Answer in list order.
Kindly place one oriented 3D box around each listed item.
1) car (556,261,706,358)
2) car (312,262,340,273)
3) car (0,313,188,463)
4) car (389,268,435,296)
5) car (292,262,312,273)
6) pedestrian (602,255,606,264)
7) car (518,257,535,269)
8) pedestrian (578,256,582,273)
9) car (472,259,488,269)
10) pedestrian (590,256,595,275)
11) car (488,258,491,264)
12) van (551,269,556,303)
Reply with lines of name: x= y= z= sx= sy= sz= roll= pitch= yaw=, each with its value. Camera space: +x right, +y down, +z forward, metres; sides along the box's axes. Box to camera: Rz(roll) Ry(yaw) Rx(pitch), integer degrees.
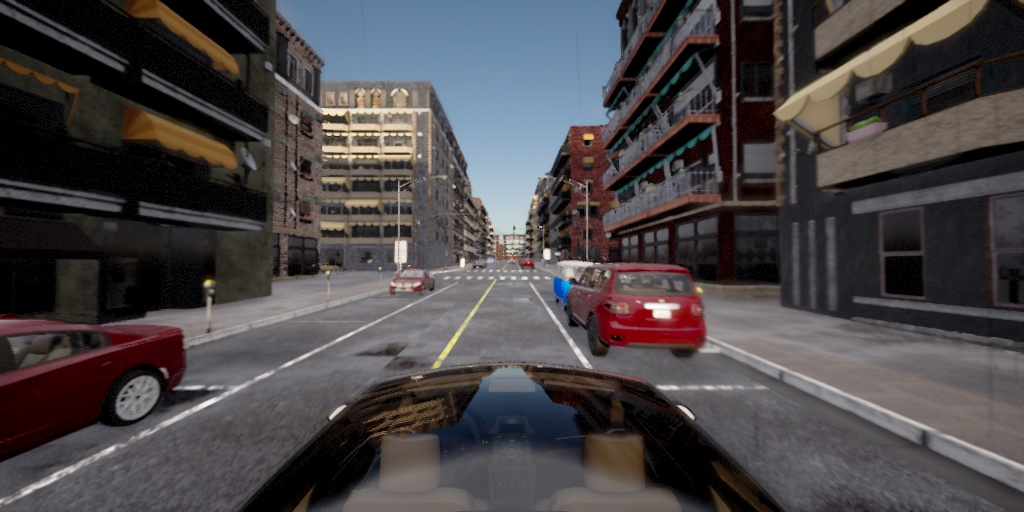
car: x=2.531 y=1.068 z=8.484 sx=2.192 sy=1.841 sz=5.009 roll=0 pitch=0 yaw=0
car: x=-24.460 y=1.476 z=45.395 sx=4.829 sy=1.417 sz=1.751 roll=0 pitch=0 yaw=0
car: x=-5.316 y=1.296 z=3.006 sx=1.888 sy=1.381 sz=4.507 roll=0 pitch=0 yaw=0
car: x=-5.322 y=1.347 z=19.599 sx=1.802 sy=1.307 sz=4.207 roll=0 pitch=0 yaw=0
car: x=-24.303 y=1.093 z=37.516 sx=5.009 sy=1.841 sz=2.192 roll=0 pitch=0 yaw=0
pedestrian: x=7.998 y=0.802 z=31.359 sx=0.375 sy=1.860 sz=0.375 roll=1 pitch=-1 yaw=0
car: x=2.546 y=1.129 z=57.727 sx=2.192 sy=1.841 sz=5.009 roll=0 pitch=0 yaw=0
pedestrian: x=5.998 y=0.911 z=31.956 sx=0.375 sy=1.860 sz=0.375 roll=1 pitch=-1 yaw=0
car: x=-5.336 y=1.380 z=57.679 sx=1.948 sy=1.339 sz=4.313 roll=0 pitch=0 yaw=0
pedestrian: x=6.844 y=0.893 z=30.757 sx=0.375 sy=1.860 sz=0.375 roll=1 pitch=-1 yaw=0
car: x=-5.338 y=1.388 z=63.240 sx=1.948 sy=1.339 sz=4.313 roll=0 pitch=0 yaw=0
van: x=2.528 y=1.099 z=14.016 sx=1.690 sy=1.789 sz=3.998 roll=0 pitch=0 yaw=0
